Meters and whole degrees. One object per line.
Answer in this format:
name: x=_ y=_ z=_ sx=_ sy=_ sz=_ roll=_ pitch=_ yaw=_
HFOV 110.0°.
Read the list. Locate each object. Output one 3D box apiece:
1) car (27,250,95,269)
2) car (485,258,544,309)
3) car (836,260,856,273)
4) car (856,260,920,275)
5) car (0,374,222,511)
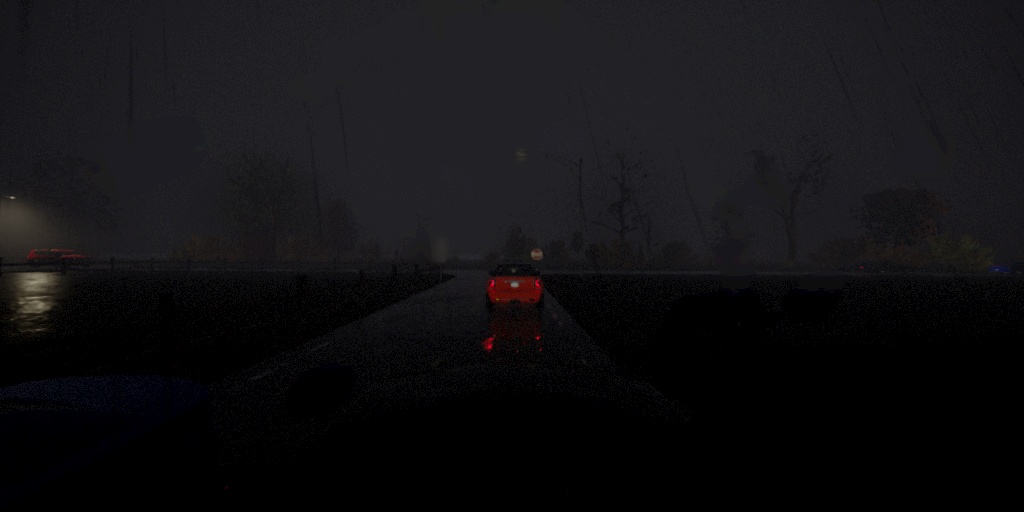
car: x=-48.659 y=0.323 z=38.715 sx=5.566 sy=2.045 sz=2.150 roll=0 pitch=1 yaw=1
car: x=0.101 y=0.996 z=14.558 sx=2.097 sy=1.767 sz=4.553 roll=0 pitch=0 yaw=0
car: x=40.267 y=1.185 z=41.304 sx=5.008 sy=1.535 sz=1.882 roll=0 pitch=1 yaw=1
car: x=40.468 y=1.354 z=38.491 sx=4.718 sy=1.301 sz=1.895 roll=0 pitch=1 yaw=0
car: x=-2.849 y=1.239 z=0.233 sx=1.882 sy=1.535 sz=5.008 roll=0 pitch=0 yaw=0
